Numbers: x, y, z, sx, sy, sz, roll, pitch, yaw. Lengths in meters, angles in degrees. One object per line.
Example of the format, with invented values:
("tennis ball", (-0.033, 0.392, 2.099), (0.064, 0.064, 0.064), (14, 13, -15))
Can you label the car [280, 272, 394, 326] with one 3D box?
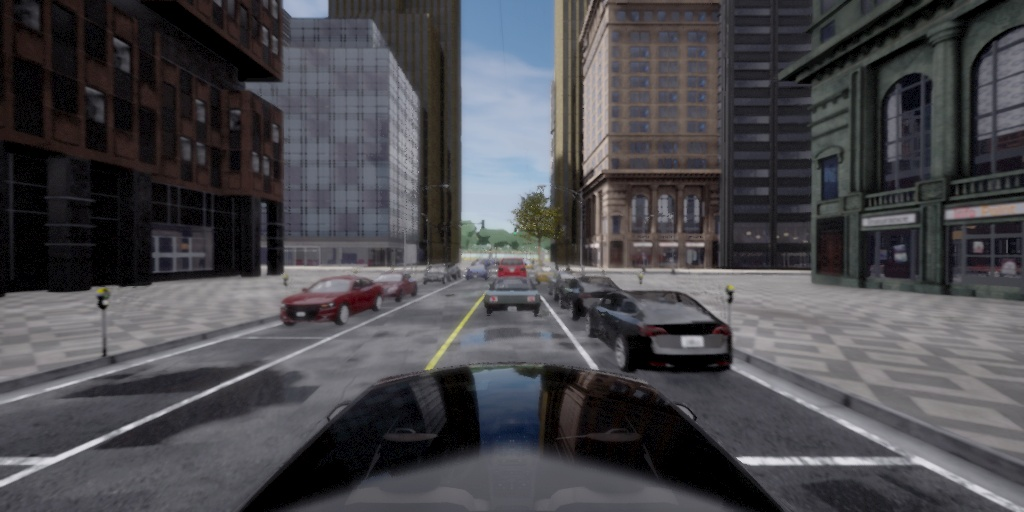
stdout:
("car", (-5.766, 1.357, 12.045), (1.888, 1.381, 4.507), (0, 0, 0))

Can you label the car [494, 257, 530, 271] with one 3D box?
("car", (0.026, 1.121, 28.130), (2.150, 2.045, 5.566), (0, 0, 1))

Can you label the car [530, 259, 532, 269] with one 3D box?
("car", (2.747, 1.559, 60.710), (1.751, 1.417, 4.829), (0, 0, 0))

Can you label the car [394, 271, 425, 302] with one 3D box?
("car", (-5.767, 1.424, 17.423), (1.802, 1.307, 4.207), (0, 0, 0))

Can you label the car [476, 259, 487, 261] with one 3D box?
("car", (-5.779, 1.615, 60.529), (1.802, 1.307, 4.207), (0, 0, 0))

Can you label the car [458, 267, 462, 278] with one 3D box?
("car", (-5.772, 1.489, 33.558), (1.948, 1.339, 4.313), (0, 0, 0))

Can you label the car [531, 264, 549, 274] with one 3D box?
("car", (2.755, 1.425, 28.526), (1.751, 1.417, 4.829), (0, 0, 0))

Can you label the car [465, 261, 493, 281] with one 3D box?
("car", (-3.057, 1.444, 32.458), (1.812, 1.442, 4.674), (0, -1, 0))

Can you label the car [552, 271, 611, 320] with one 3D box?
("car", (2.760, 1.382, 12.747), (1.948, 1.339, 4.313), (0, 0, 0))

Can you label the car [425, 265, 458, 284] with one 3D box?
("car", (-5.770, 1.448, 28.179), (2.007, 1.370, 4.403), (0, 0, 0))

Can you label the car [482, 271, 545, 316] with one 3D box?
("car", (0.037, 1.422, 13.716), (1.895, 1.301, 4.718), (0, 0, 1))

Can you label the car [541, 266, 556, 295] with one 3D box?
("car", (2.758, 1.396, 17.950), (2.007, 1.370, 4.403), (0, 0, 0))

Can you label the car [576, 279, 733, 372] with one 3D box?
("car", (2.761, 1.352, 7.544), (1.948, 1.339, 4.313), (0, 0, 0))
